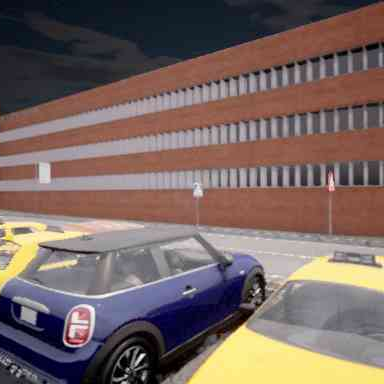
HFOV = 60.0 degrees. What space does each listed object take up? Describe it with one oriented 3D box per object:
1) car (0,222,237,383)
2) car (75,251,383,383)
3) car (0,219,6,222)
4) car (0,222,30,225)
[{"bbox_3d":[-0.531,1.356,5.333,2.185,1.767,4.553,0,0,35],"label":"car"},{"bbox_3d":[1.680,1.477,3.566,1.946,1.575,5.366,0,0,35],"label":"car"},{"bbox_3d":[-5.222,1.483,8.489,1.946,1.575,5.366,0,0,36],"label":"car"},{"bbox_3d":[-2.706,1.481,7.150,1.946,1.575,5.366,0,0,35],"label":"car"}]
